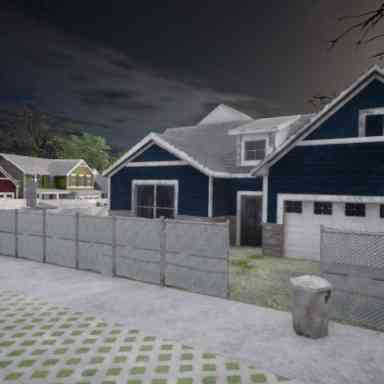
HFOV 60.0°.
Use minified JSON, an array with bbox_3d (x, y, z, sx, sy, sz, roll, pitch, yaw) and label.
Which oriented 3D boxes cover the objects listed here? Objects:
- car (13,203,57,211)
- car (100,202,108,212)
[{"bbox_3d":[-14.199,1.698,30.038,1.812,1.442,4.674,1,0,20],"label":"car"},{"bbox_3d":[-10.170,1.859,42.198,1.994,1.385,4.181,1,0,16],"label":"car"}]
